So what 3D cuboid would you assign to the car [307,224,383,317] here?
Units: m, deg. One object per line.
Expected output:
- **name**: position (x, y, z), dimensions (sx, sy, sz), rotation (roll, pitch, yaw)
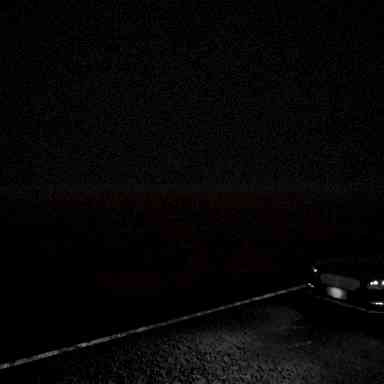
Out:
- **car**: position (4.504, 1.482, 7.201), dimensions (4.902, 1.511, 2.128), rotation (0, 0, -35)
